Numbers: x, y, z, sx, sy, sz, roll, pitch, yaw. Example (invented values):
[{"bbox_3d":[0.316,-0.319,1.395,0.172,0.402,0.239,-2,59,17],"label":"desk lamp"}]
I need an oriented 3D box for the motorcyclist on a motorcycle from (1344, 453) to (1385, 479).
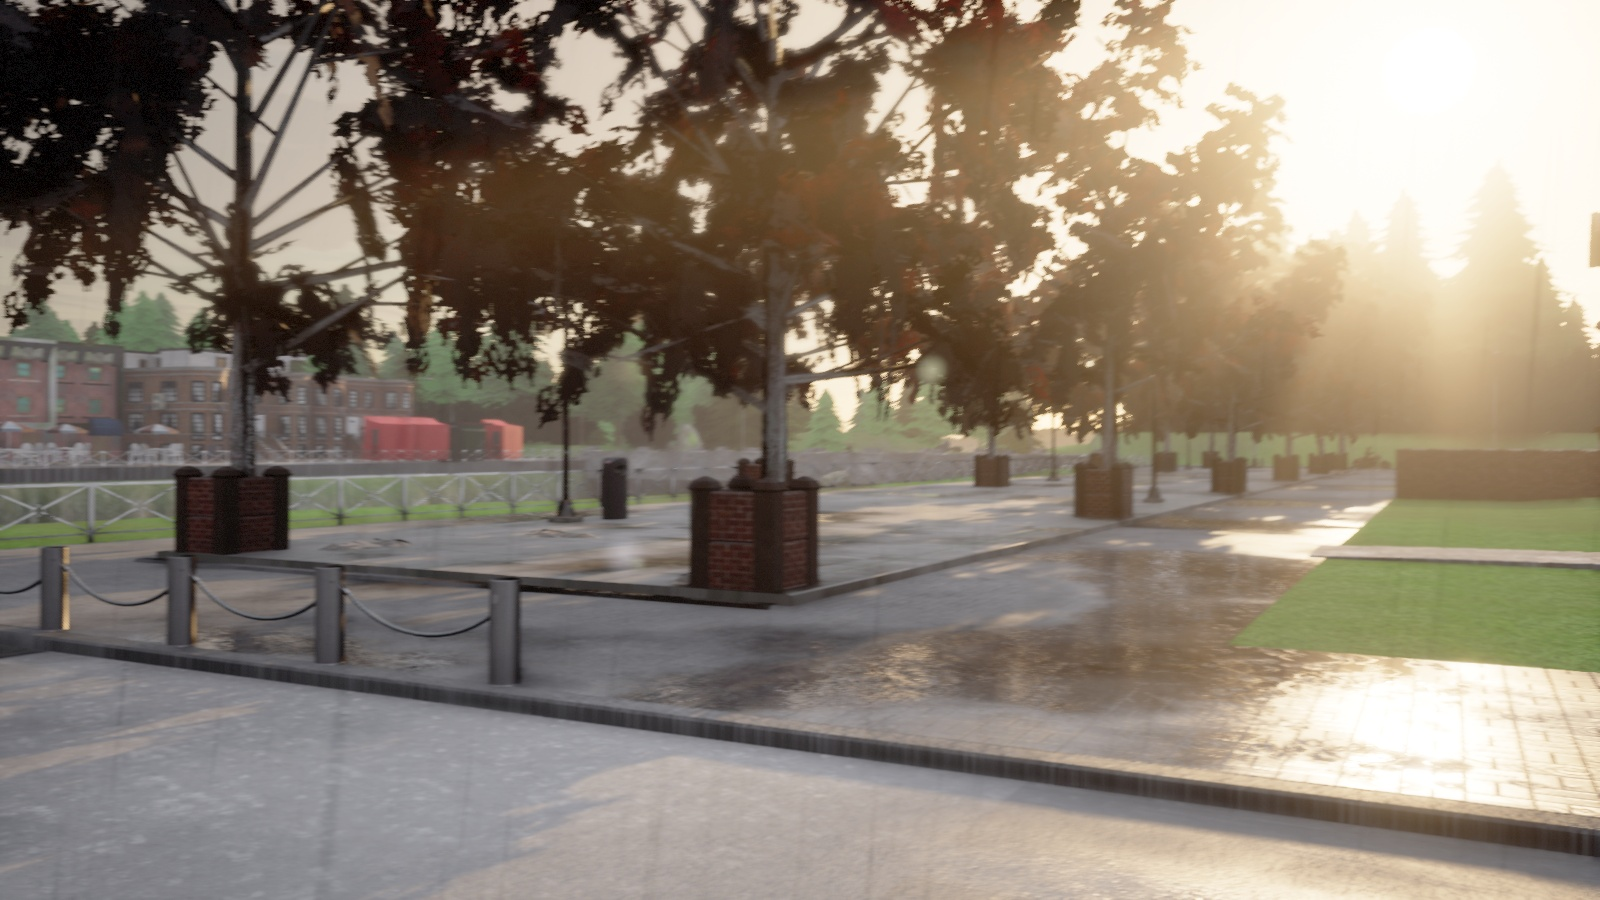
[{"bbox_3d":[36.998,1.020,82.306,2.350,1.649,0.766,1,0,27],"label":"motorcyclist on a motorcycle"}]
